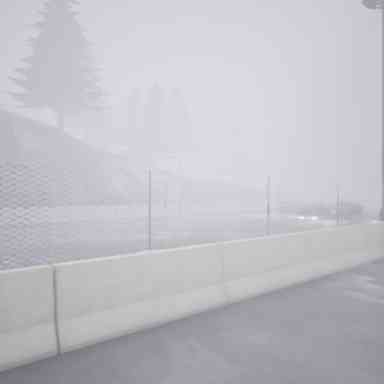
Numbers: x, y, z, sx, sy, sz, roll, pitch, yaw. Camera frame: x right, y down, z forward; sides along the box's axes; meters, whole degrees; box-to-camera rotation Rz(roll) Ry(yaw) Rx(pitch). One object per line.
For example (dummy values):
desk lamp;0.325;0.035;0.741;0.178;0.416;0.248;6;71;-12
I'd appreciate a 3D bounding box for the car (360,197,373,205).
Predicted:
car;33.977;1.659;64.707;1.812;1.442;4.674;0;0;34
